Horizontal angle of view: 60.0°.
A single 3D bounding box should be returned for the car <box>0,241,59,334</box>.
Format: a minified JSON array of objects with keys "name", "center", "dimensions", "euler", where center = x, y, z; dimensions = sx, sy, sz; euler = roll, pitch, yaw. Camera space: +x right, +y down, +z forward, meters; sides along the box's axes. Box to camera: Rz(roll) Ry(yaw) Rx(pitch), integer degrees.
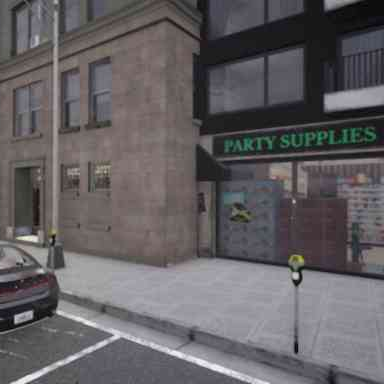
[{"name":"car","center":[-4.189,1.553,6.009],"dimensions":[4.403,1.369,2.008],"euler":[0,0,35]}]
